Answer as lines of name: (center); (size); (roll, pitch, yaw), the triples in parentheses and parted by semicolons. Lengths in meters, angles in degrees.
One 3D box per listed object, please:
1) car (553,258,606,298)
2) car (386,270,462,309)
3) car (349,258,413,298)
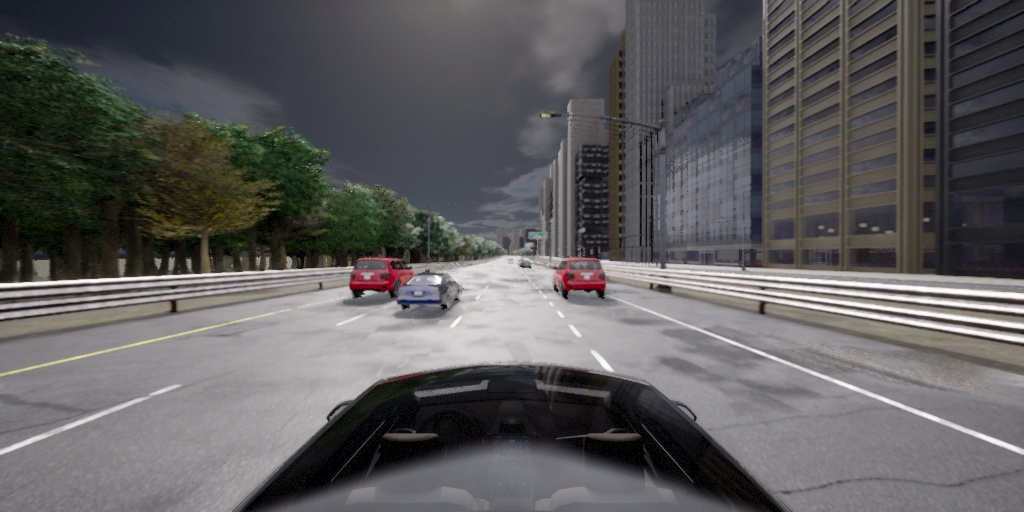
car: (3.579, 1.136, 19.812); (2.150, 2.045, 5.566); (0, -1, 0)
car: (-3.414, 1.424, 15.576); (2.033, 1.411, 5.357); (0, -1, 0)
car: (-6.920, 1.138, 19.817); (2.150, 2.045, 5.566); (0, -1, 0)
